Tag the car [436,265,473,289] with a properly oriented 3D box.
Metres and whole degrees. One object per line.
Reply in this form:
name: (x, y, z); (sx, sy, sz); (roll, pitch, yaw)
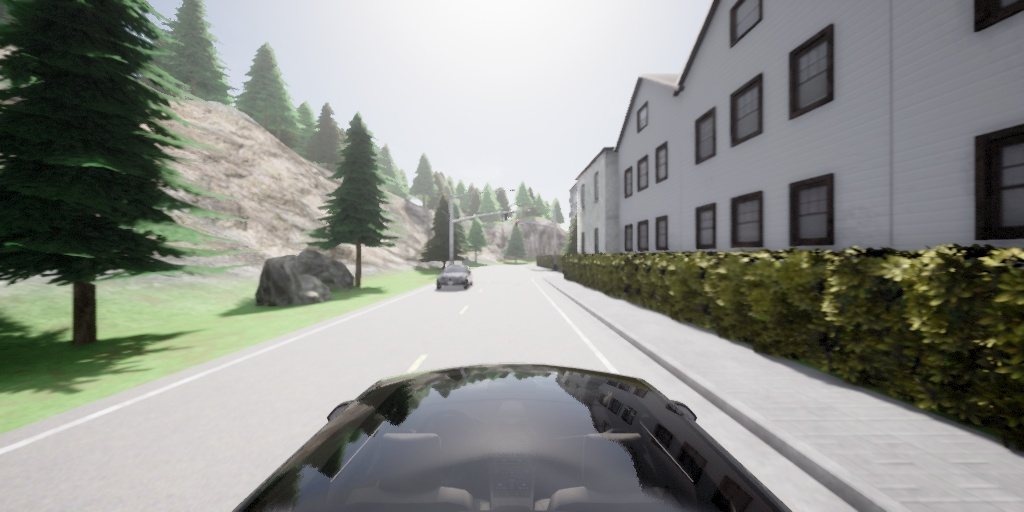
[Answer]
car: (-3.560, 1.291, 23.003); (1.812, 1.442, 4.674); (0, 0, 0)
